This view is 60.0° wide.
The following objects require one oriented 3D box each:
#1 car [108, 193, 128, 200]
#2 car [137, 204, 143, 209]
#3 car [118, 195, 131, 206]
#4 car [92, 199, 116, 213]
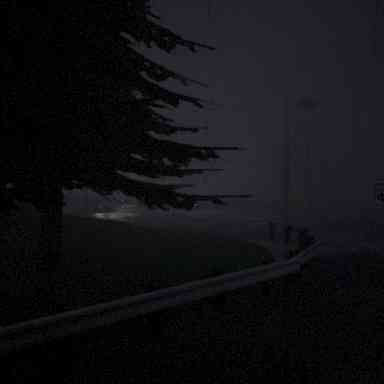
[{"bbox_3d":[-17.584,1.017,79.176,2.033,1.411,5.357,-1,1,-44],"label":"car"},{"bbox_3d":[-4.844,1.402,40.991,2.128,1.511,4.902,-1,0,-44],"label":"car"},{"bbox_3d":[-11.486,1.416,52.799,1.994,1.385,4.181,-1,1,-44],"label":"car"},{"bbox_3d":[-10.467,1.484,36.723,1.812,1.442,4.674,-1,0,-44],"label":"car"}]
